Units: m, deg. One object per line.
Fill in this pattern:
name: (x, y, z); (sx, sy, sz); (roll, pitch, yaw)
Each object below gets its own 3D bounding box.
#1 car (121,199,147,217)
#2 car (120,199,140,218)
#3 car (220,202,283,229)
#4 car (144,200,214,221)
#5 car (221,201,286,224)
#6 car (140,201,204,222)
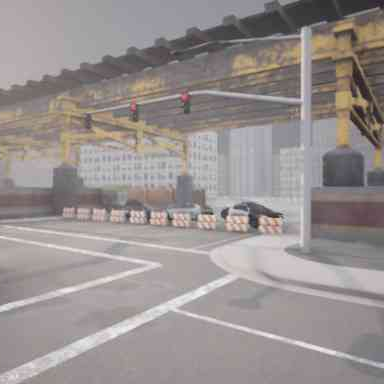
car: (-4.713, 1.211, 26.838); (1.853, 1.218, 4.536); (0, 0, -11)
car: (-4.703, 1.369, 26.787); (2.038, 1.542, 4.974); (0, 0, -11)
car: (3.884, 1.413, 21.650); (2.038, 1.542, 4.974); (0, 0, -26)
car: (-0.892, 1.232, 24.122); (4.536, 1.218, 1.853); (0, 0, -1)
car: (3.862, 1.255, 21.696); (1.853, 1.218, 4.536); (0, 0, -26)
car: (-0.944, 1.389, 24.122); (4.974, 1.542, 2.038); (0, 0, -1)
